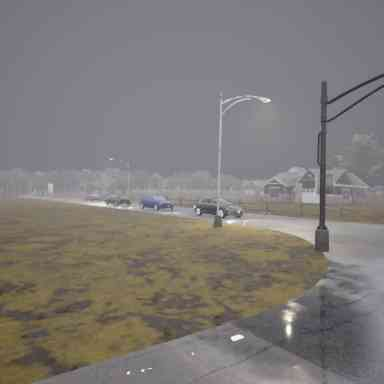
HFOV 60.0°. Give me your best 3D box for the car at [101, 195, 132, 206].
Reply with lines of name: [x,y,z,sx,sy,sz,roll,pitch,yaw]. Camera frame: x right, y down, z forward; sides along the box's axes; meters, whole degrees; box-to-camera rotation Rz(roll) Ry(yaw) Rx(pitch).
car: [-9.529,1.108,42.770,1.895,1.301,4.718,2,-1,-35]

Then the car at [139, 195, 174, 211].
car: [-3.739,1.083,34.617,1.882,1.535,5.008,2,0,-36]

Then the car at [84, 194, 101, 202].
car: [-18.194,1.007,61.142,2.033,1.411,5.357,2,-1,-35]

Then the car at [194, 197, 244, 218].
car: [2.056,1.226,26.470,1.837,1.490,4.892,2,0,-35]

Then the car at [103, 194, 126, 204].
car: [-12.396,1.087,52.991,1.994,1.385,4.181,2,-1,-35]
